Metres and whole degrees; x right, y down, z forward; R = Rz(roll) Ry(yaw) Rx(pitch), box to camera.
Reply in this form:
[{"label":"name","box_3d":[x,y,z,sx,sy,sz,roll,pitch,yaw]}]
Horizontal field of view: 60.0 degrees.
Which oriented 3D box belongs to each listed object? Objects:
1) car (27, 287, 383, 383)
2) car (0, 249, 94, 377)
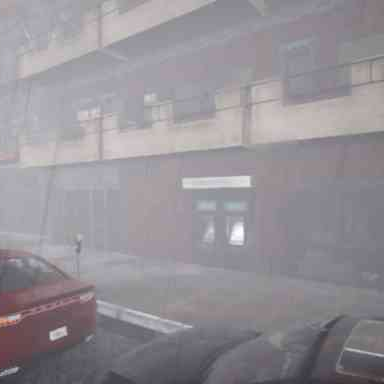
[{"label":"car","box_3d":[1.148,1.552,2.057,4.403,1.369,2.008,-1,-1,35]},{"label":"car","box_3d":[-3.436,1.600,5.326,4.507,1.381,1.887,-1,-1,35]}]
